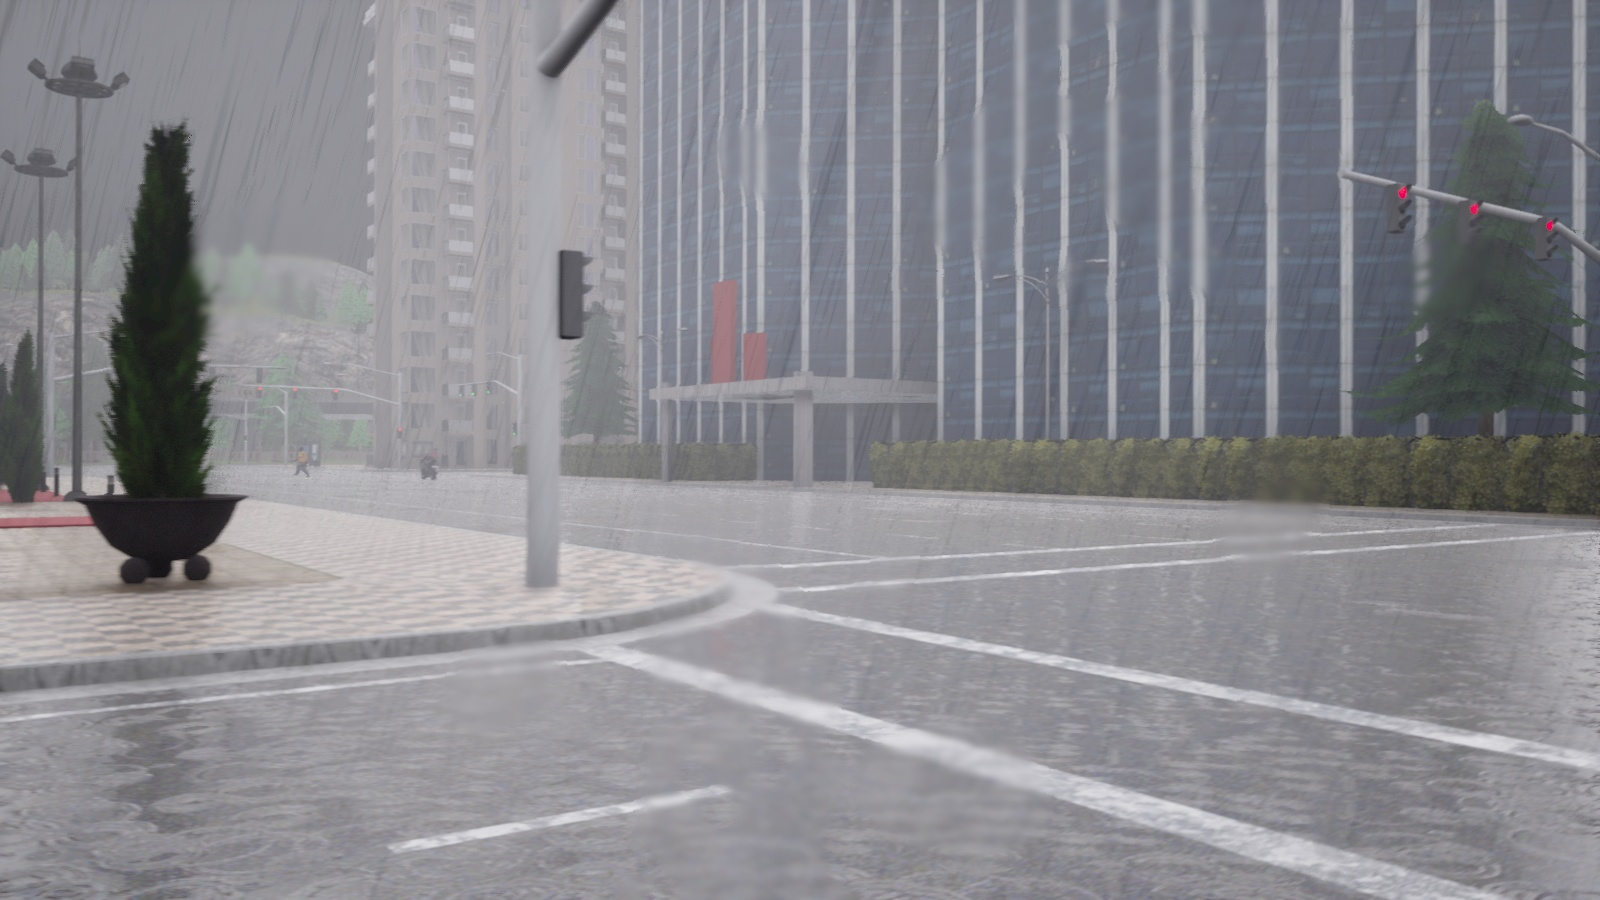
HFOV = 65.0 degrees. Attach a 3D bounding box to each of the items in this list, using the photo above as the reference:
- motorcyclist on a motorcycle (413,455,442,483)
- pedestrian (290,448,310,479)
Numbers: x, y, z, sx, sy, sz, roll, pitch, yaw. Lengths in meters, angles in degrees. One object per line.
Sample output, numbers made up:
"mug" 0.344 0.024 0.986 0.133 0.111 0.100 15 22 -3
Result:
"motorcyclist on a motorcycle" -20.925 1.037 70.494 0.866 1.530 2.191 0 0 -35
"pedestrian" -29.851 0.816 74.971 0.900 1.855 0.874 0 0 -38
